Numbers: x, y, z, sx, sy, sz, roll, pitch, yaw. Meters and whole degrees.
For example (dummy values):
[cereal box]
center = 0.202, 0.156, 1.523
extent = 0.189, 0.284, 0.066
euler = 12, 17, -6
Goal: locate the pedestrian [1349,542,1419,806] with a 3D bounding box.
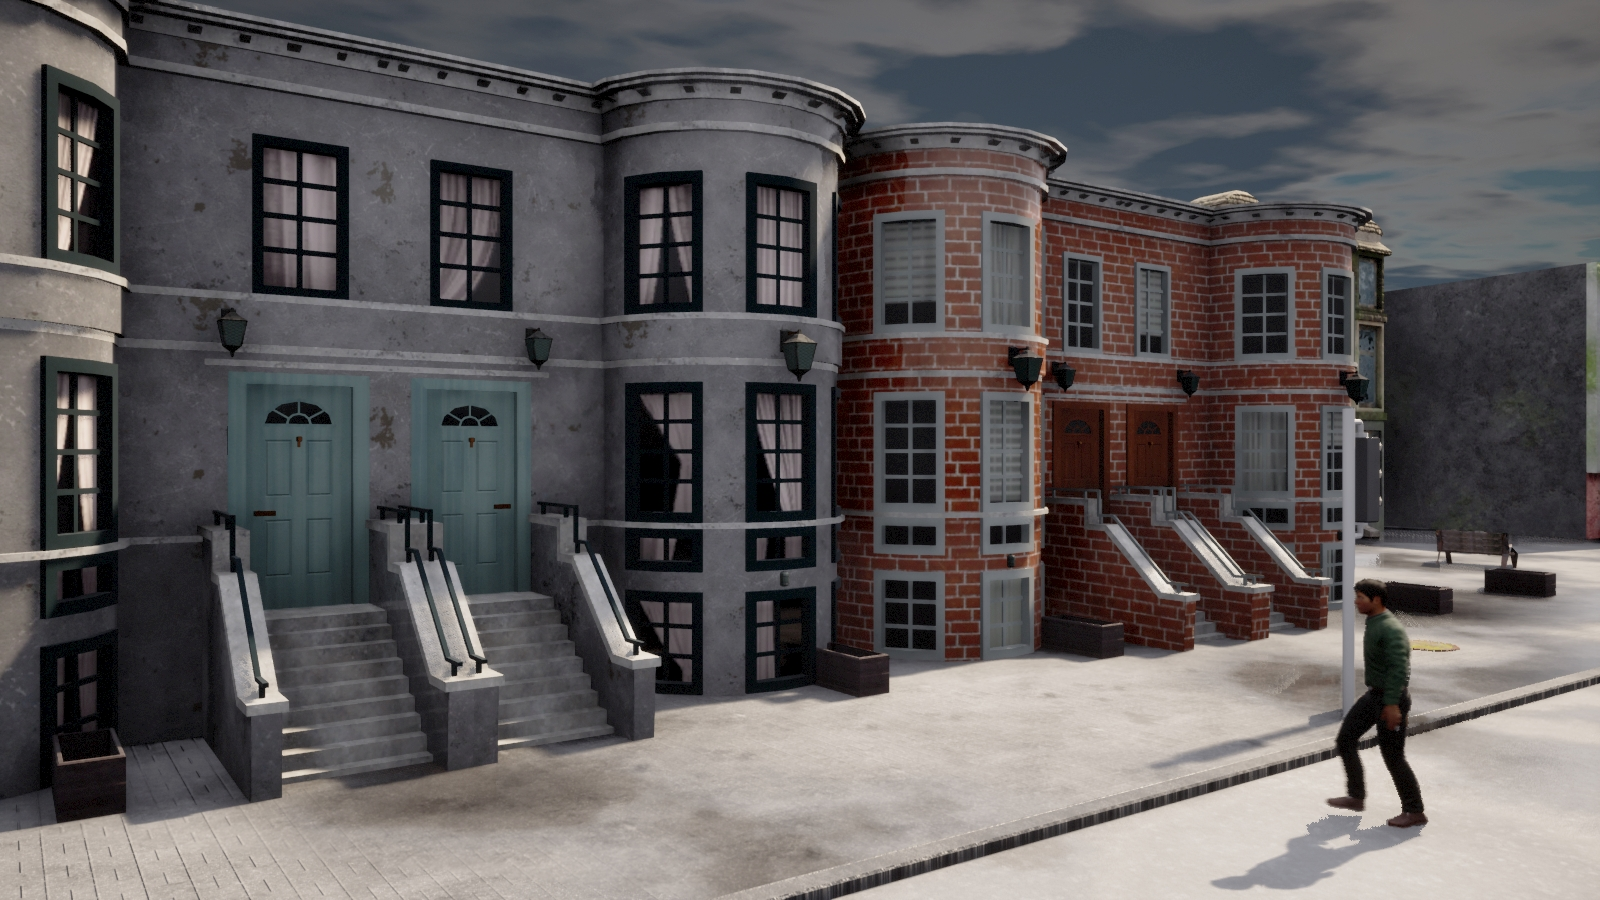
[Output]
[pedestrian]
center = 4.304, 1.629, 8.431
extent = 0.375, 1.860, 0.375
euler = 0, 0, 13
